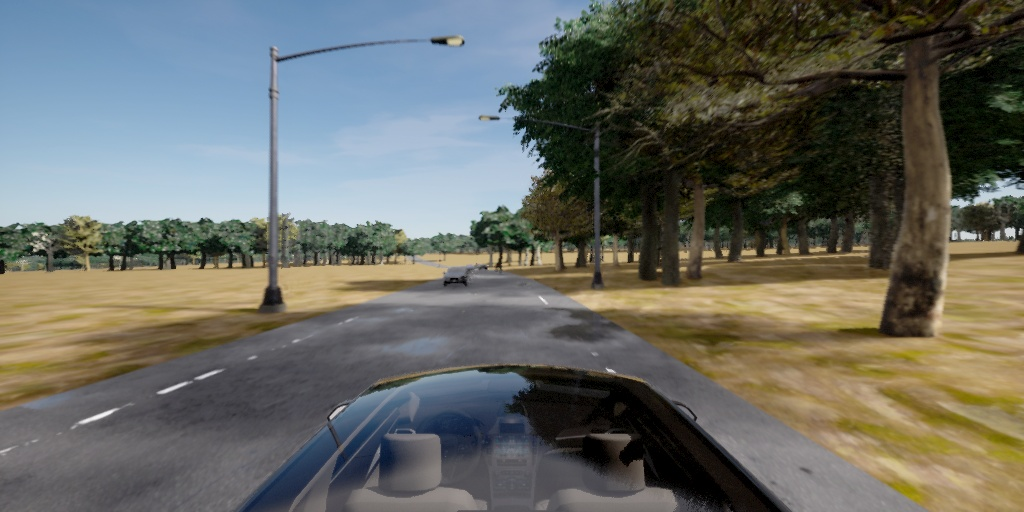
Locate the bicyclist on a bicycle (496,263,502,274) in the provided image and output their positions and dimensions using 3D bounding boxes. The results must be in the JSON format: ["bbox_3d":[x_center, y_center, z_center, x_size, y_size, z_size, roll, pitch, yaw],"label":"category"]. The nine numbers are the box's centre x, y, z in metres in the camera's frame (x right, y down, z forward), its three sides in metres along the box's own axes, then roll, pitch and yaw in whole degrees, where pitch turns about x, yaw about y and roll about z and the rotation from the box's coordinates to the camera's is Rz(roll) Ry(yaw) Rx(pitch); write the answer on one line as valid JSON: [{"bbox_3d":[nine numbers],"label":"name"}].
[{"bbox_3d":[-1.674,1.941,53.523,0.582,1.620,1.656,0,-2,-6],"label":"bicyclist on a bicycle"}]

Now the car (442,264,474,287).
[{"bbox_3d":[-4.295,1.571,28.334,1.837,1.490,4.892,0,-1,-3],"label":"car"}]
